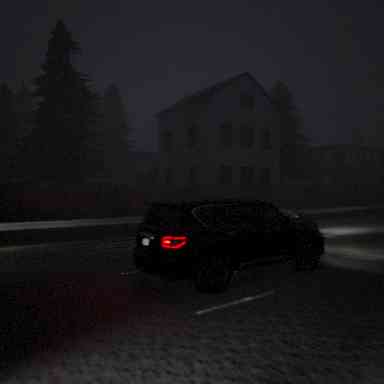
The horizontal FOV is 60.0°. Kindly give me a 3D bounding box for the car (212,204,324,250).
[{"bbox_3d":[3.465,1.392,14.817,4.902,1.511,2.128,-1,0,-35],"label":"car"}]

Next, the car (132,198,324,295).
[{"bbox_3d":[1.161,1.169,8.874,5.566,2.045,2.150,-1,0,-36],"label":"car"}]
